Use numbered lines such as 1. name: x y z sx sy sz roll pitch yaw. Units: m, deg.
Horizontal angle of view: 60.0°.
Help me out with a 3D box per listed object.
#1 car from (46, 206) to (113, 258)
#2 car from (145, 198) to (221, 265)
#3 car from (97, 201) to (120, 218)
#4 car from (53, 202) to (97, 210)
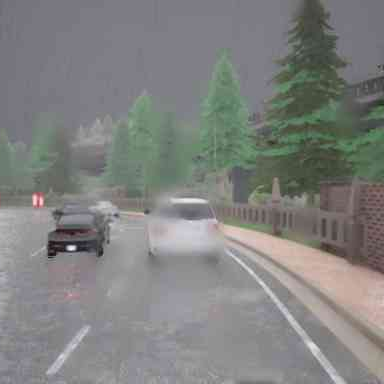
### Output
1. car: -4.245 1.508 12.913 1.837 1.490 4.892 0 0 -10
2. car: -0.490 1.225 11.916 2.150 2.045 5.566 0 0 -8
3. car: -7.980 1.529 29.386 1.812 1.442 4.674 0 0 -38
4. car: -9.300 1.551 25.431 2.033 1.411 5.357 0 0 -34
